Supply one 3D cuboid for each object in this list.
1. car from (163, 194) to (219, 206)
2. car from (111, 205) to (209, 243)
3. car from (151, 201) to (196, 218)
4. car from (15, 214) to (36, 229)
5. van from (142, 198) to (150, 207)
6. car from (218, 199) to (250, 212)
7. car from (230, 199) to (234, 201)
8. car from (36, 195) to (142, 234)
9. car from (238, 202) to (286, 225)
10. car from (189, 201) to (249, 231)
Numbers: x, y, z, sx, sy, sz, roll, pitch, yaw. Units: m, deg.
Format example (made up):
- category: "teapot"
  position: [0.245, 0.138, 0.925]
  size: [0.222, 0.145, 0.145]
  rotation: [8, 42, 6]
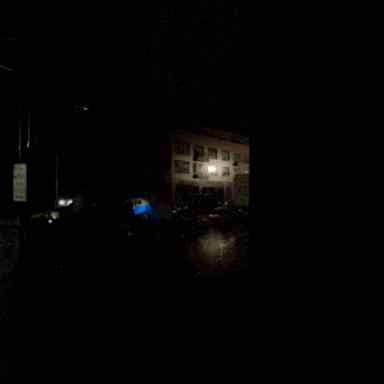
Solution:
- category: "car"
  position: [0.219, 1.202, 28.194]
  size: [2.150, 2.045, 5.566]
  rotation: [0, 0, 36]
- category: "car"
  position: [-1.351, 1.546, 15.873]
  size: [2.008, 1.369, 4.403]
  rotation: [0, 0, 36]
- category: "car"
  position: [-1.619, 1.555, 30.043]
  size: [1.802, 1.307, 4.206]
  rotation: [0, 0, 36]
- category: "car"
  position: [-8.367, 1.497, 20.719]
  size: [1.752, 1.417, 4.829]
  rotation: [0, 0, 36]
- category: "van"
  position: [-4.943, 1.315, 25.449]
  size: [1.690, 1.788, 3.998]
  rotation: [0, 0, 36]
- category: "car"
  position: [5.029, 1.532, 39.228]
  size: [1.947, 1.339, 4.313]
  rotation: [0, 0, 36]
- category: "car"
  position: [6.277, 1.576, 36.549]
  size: [1.895, 1.301, 4.718]
  rotation: [0, 0, 36]
- category: "car"
  position: [-5.860, 1.202, 19.803]
  size: [2.150, 2.045, 5.566]
  rotation: [0, 0, 36]
- category: "car"
  position: [5.396, 1.522, 25.194]
  size: [1.752, 1.417, 4.829]
  rotation: [0, 0, 36]
- category: "car"
  position: [2.072, 1.522, 20.601]
  size: [1.752, 1.417, 4.829]
  rotation: [0, 0, 36]
